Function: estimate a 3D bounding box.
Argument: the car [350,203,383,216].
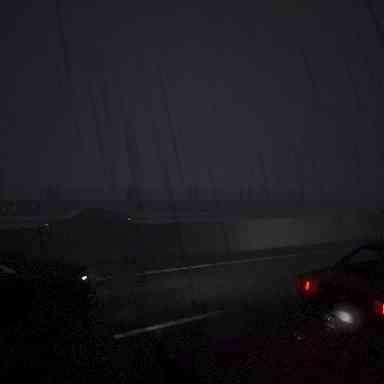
[{"bbox_3d":[17.222,1.762,31.177,4.902,1.511,2.128,1,0,-17],"label":"car"}]

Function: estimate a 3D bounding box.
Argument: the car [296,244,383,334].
[{"bbox_3d":[4.279,1.662,6.266,4.718,1.301,1.895,1,0,-31],"label":"car"}]

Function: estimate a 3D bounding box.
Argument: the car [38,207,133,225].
[{"bbox_3d":[-5.342,1.515,16.972,4.674,1.442,1.812,1,0,-31],"label":"car"}]

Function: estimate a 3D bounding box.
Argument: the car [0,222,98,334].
[{"bbox_3d":[-3.968,1.460,5.073,4.902,1.511,2.128,1,0,-35],"label":"car"}]
